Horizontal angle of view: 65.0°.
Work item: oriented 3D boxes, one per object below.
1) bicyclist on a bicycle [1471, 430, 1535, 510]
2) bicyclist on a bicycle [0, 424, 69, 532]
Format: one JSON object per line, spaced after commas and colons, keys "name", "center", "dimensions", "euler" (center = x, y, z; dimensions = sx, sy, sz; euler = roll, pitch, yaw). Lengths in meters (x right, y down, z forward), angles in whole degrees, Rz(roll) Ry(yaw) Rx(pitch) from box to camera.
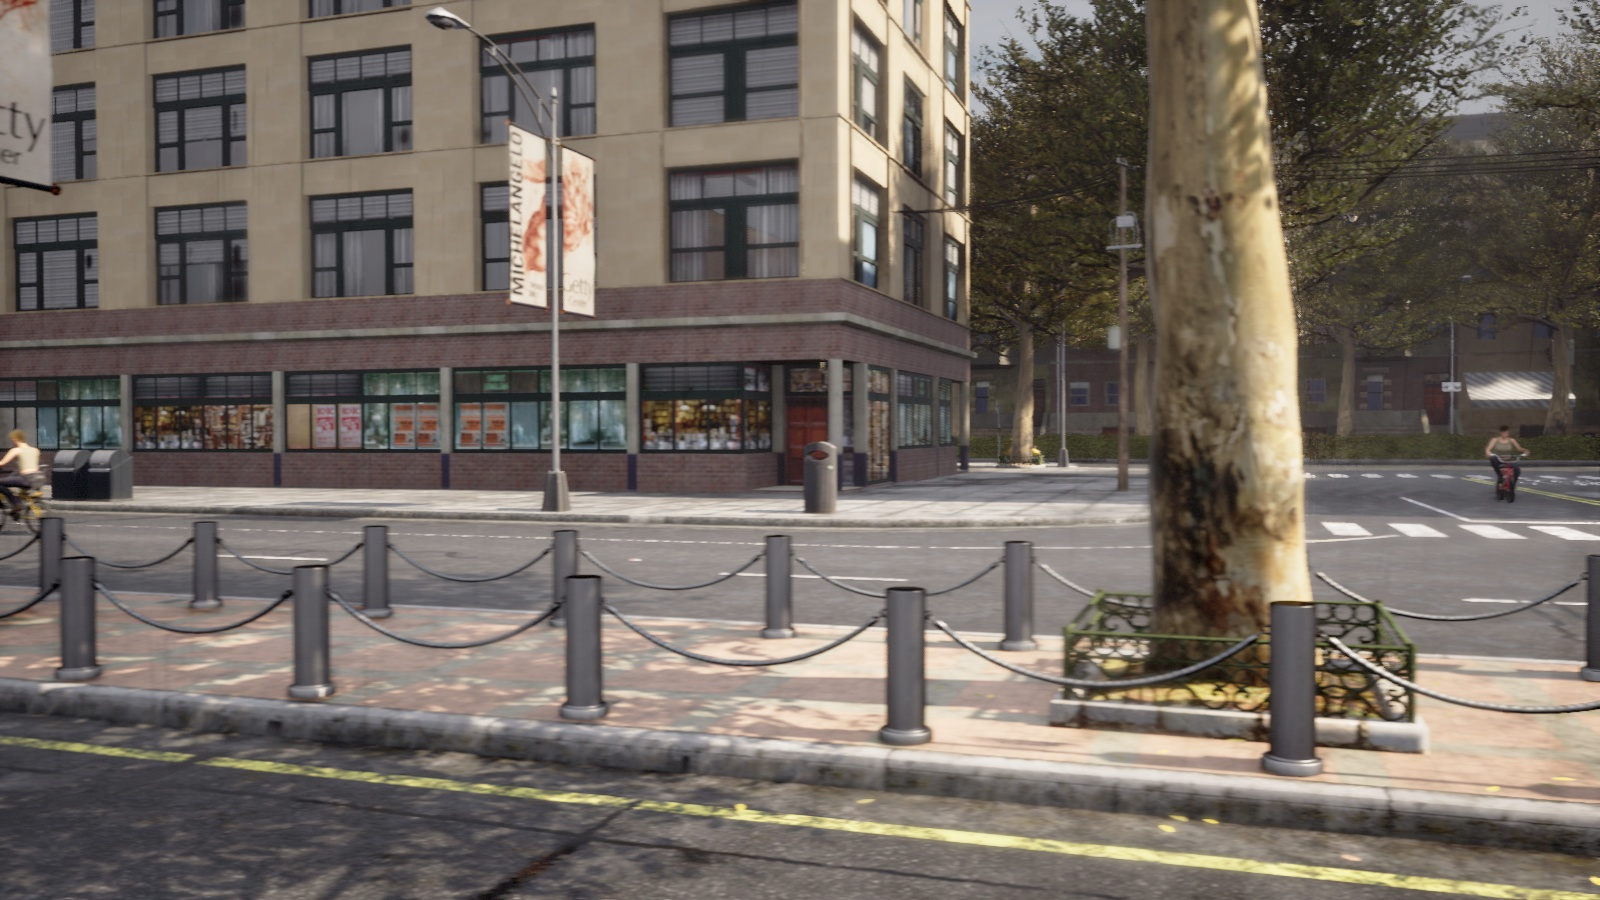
{"name": "bicyclist on a bicycle", "center": [14.639, 0.399, 26.191], "dimensions": [0.866, 1.612, 1.509], "euler": [1, 1, 18]}
{"name": "bicyclist on a bicycle", "center": [-12.282, 0.405, 19.451], "dimensions": [1.509, 1.612, 0.866], "euler": [1, 1, 19]}
